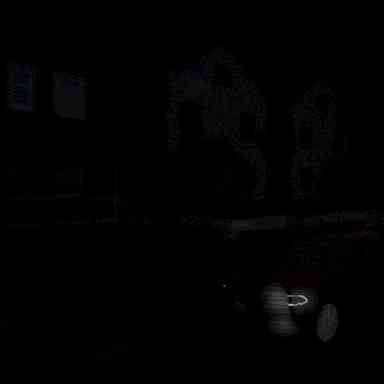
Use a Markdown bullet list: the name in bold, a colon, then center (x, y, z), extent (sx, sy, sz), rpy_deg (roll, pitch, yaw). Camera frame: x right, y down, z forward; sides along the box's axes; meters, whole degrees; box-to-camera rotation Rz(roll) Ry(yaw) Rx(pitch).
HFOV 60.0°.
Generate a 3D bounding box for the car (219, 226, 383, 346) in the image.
- **car**: center (2.781, 1.491, 6.556), extent (5.008, 1.535, 1.882), rpy_deg (0, 0, -35)
